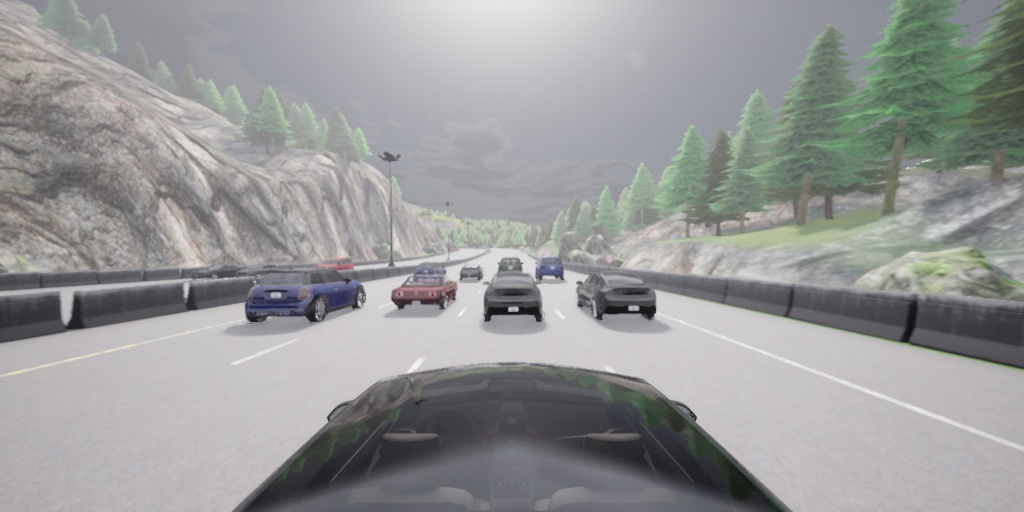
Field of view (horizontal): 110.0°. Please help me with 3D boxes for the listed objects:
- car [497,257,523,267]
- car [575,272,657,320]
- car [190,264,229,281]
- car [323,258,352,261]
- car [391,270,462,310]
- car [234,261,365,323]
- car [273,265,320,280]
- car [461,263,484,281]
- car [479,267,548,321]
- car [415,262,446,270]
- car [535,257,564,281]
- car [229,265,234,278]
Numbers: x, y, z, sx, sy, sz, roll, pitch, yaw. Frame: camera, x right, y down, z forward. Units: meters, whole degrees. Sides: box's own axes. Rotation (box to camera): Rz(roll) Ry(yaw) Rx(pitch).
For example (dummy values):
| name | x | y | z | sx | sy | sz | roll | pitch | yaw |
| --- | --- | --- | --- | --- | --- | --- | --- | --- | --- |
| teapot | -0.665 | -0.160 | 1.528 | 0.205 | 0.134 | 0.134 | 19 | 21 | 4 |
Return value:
| name | x | y | z | sx | sy | sz | roll | pitch | yaw |
| --- | --- | --- | --- | --- | --- | --- | --- | --- | --- |
| car | -0.146 | 1.128 | 32.453 | 2.150 | 2.045 | 5.566 | 0 | 0 | 0 |
| car | 3.519 | 1.294 | 12.848 | 1.837 | 1.490 | 4.892 | 0 | 0 | 0 |
| car | -28.282 | 1.532 | 34.651 | 1.882 | 1.535 | 5.008 | 0 | -1 | 0 |
| car | -17.782 | 1.236 | 35.900 | 2.150 | 2.045 | 5.566 | 0 | -1 | 0 |
| car | -3.501 | 1.437 | 15.283 | 1.895 | 1.301 | 4.718 | 0 | 0 | 0 |
| car | -6.981 | 1.192 | 12.702 | 2.097 | 1.767 | 4.553 | 0 | 0 | 0 |
| car | -21.281 | 1.627 | 35.645 | 1.895 | 1.301 | 4.718 | 0 | 0 | 0 |
| car | -3.649 | 1.418 | 32.932 | 2.128 | 1.511 | 4.902 | 0 | 0 | 0 |
| car | 0.019 | 1.311 | 12.780 | 1.837 | 1.490 | 4.892 | 0 | 0 | 0 |
| car | -7.140 | 1.290 | 31.782 | 2.097 | 1.767 | 4.553 | 0 | 0 | 0 |
| car | 3.354 | 1.112 | 32.544 | 2.150 | 2.045 | 5.566 | 0 | 0 | 0 |
| car | -24.782 | 1.549 | 35.305 | 1.837 | 1.490 | 4.892 | 0 | -1 | 0 |
